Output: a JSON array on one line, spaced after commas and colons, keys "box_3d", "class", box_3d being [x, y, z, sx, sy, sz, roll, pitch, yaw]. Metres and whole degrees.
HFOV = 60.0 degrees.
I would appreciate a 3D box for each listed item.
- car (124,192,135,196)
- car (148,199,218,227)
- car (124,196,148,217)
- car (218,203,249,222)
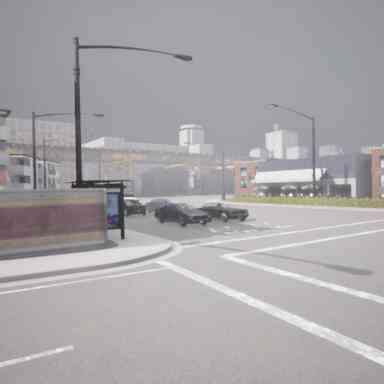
[{"box_3d": [-8.389, 1.061, 42.385, 2.150, 2.045, 5.566, -1, 1, -27], "class": "car"}, {"box_3d": [-0.811, 1.489, 23.120, 2.033, 1.411, 5.357, -2, 1, -32], "class": "car"}, {"box_3d": [-5.957, 1.410, 31.415, 1.882, 1.535, 5.008, -1, 1, -31], "class": "car"}, {"box_3d": [2.129, 1.465, 25.025, 1.895, 1.301, 4.718, -2, 1, -32], "class": "car"}]
